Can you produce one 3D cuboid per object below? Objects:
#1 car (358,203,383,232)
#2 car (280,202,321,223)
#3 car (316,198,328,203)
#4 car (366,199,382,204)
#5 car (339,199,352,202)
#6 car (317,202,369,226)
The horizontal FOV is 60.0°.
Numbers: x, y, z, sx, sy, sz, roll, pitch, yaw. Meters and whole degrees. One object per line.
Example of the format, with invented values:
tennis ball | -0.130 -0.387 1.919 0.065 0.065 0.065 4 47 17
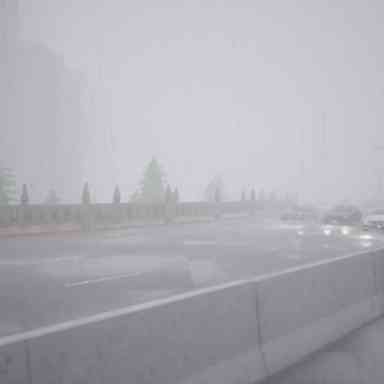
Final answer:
car | 11.822 1.642 20.197 1.812 1.442 4.674 0 -1 40
car | 9.038 1.784 27.803 1.895 1.301 4.718 0 -1 37
car | 25.975 2.008 66.530 1.812 1.442 4.674 0 -1 10
car | 30.969 1.916 56.515 2.128 1.511 4.902 0 -1 16
car | 28.780 2.026 62.323 2.033 1.411 5.357 0 -1 13
car | 11.672 1.708 25.458 2.033 1.411 5.357 0 -1 38
